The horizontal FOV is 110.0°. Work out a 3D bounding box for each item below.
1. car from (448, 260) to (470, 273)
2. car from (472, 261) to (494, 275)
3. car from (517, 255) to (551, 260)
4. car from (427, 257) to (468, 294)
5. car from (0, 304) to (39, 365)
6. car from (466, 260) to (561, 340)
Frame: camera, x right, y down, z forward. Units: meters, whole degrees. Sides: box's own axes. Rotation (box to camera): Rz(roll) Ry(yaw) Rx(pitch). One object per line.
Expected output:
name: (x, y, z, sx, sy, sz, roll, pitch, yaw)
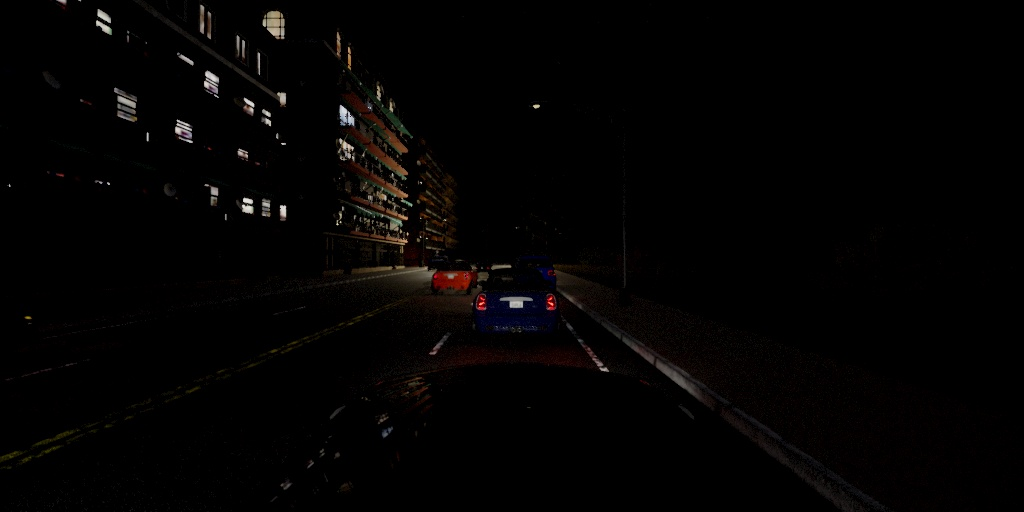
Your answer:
car: (-6.607, 1.243, 45.259, 2.128, 1.511, 4.902, 0, 0, 0)
car: (-3.160, 1.299, 40.397, 2.033, 1.411, 5.357, 0, 0, 0)
car: (1.132, 0.977, 19.725, 2.150, 2.045, 5.566, 0, 0, 0)
car: (-3.162, 1.104, 20.637, 2.097, 1.767, 4.553, 0, 0, 0)
car: (-9.854, 1.276, 4.794, 1.812, 1.442, 4.674, 0, 0, 0)
car: (0.095, 1.103, 10.150, 2.097, 1.767, 4.553, 0, 0, 0)
